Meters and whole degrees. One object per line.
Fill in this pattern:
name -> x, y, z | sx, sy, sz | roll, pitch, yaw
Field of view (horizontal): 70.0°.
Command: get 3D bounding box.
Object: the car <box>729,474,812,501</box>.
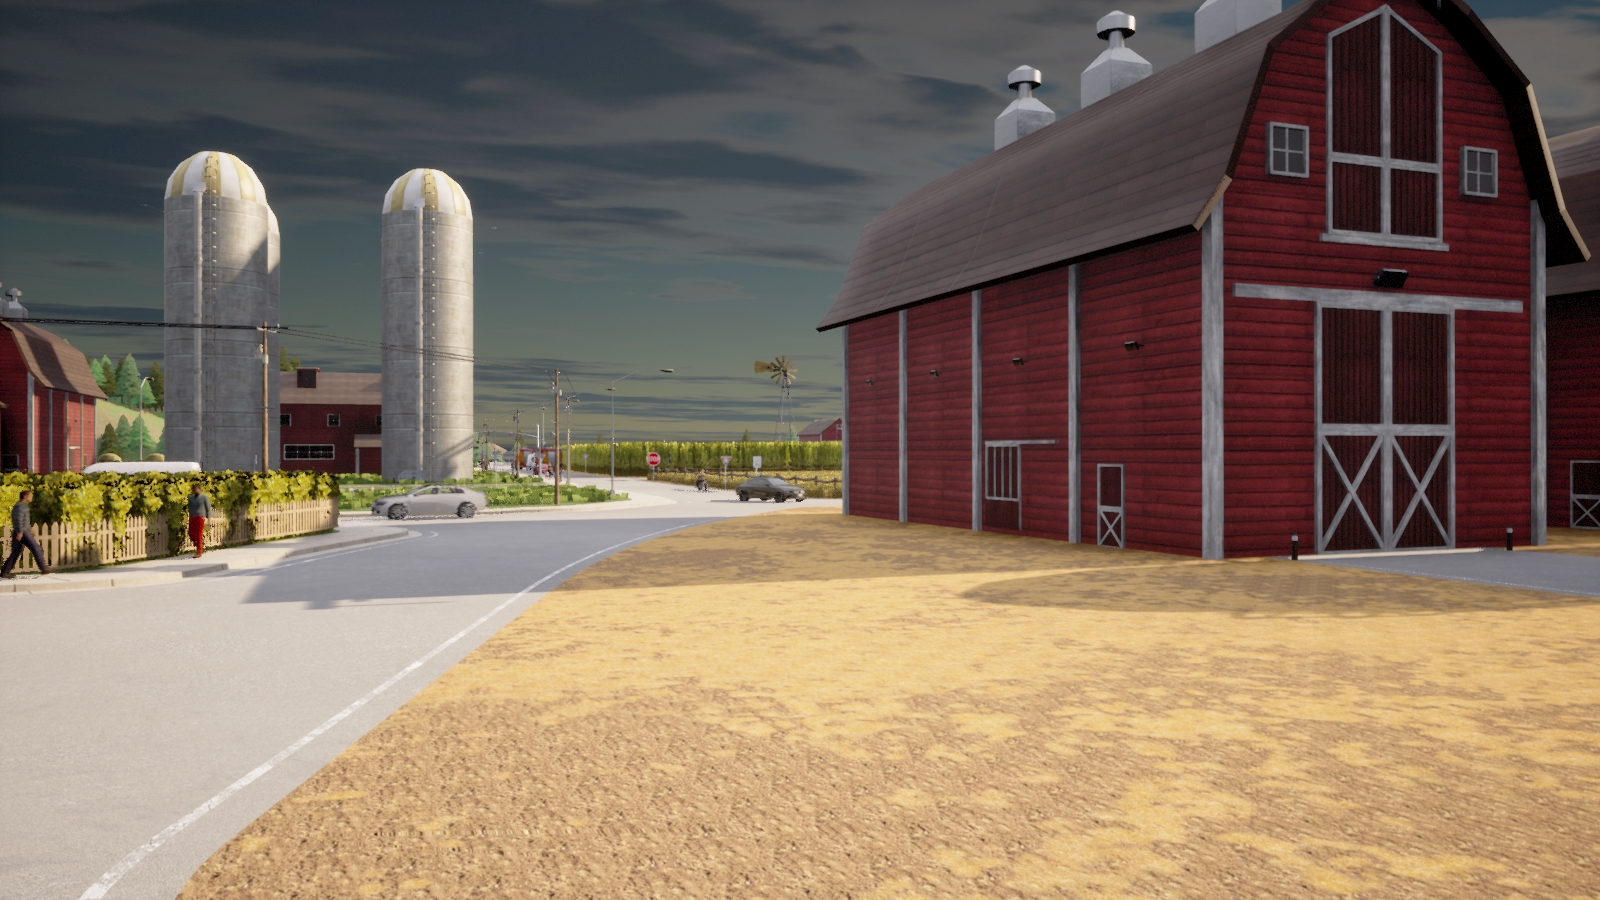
car -> -1.711, 2.141, 65.859 | 4.674, 1.442, 2.002 | 0, 0, 42

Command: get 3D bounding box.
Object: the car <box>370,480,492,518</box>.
car -> -16.183, 2.123, 50.116 | 4.902, 1.511, 2.128 | 0, 0, -25

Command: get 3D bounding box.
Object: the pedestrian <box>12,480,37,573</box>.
pedestrian -> -15.722, 1.539, 23.149 | 0.375, 1.860, 0.375 | 0, 0, -41

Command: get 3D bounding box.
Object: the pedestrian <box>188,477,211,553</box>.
pedestrian -> -14.871, 1.603, 28.297 | 0.375, 1.860, 0.375 | 0, 0, 3
